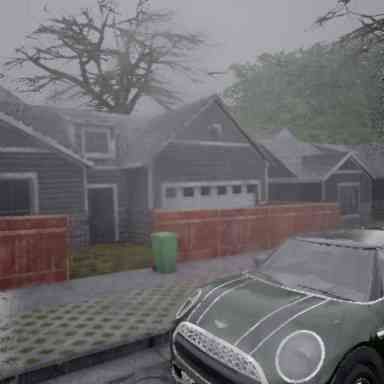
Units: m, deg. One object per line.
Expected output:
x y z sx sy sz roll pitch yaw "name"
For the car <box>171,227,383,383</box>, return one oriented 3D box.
1.954 1.343 4.468 4.553 1.767 2.097 0 0 -36 "car"
